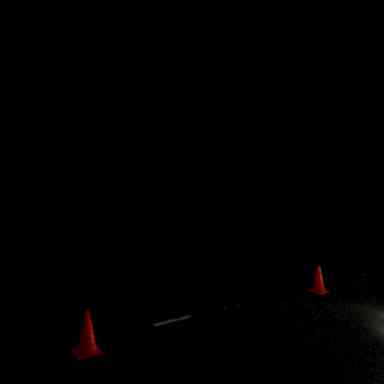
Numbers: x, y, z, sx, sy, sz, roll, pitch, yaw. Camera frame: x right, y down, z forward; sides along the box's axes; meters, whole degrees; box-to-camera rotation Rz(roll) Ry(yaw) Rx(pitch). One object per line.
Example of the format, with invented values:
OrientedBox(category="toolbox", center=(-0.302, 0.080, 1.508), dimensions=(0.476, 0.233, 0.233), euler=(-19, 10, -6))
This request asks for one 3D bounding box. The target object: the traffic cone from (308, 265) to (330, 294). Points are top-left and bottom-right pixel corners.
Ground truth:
OrientedBox(category="traffic cone", center=(2.824, 1.922, 7.415), dimensions=(0.340, 0.580, 0.340), euler=(0, 0, -32))

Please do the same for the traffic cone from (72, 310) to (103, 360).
OrientedBox(category="traffic cone", center=(-1.450, 1.933, 4.615), dimensions=(0.340, 0.580, 0.340), euler=(0, 0, -34))
